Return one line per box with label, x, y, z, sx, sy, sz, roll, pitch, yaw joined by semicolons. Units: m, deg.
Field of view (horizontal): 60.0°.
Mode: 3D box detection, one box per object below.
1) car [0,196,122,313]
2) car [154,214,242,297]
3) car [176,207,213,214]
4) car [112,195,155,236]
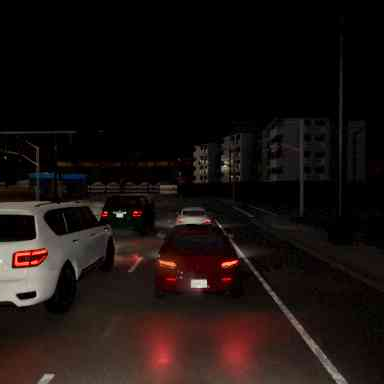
car;-3.383;1.218;7.788;2.150;2.045;5.566;0;0;0
car;0.120;1.521;8.431;1.812;1.442;4.674;0;0;0
car;0.115;1.490;17.518;1.812;1.442;4.674;0;0;1
car;-3.352;1.179;18.147;2.150;2.045;5.566;0;0;0
